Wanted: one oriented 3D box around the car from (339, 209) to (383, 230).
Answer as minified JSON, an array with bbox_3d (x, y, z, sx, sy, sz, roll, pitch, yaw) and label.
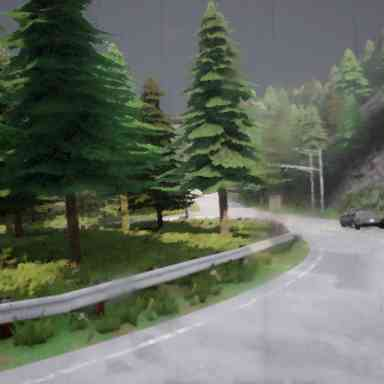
[{"bbox_3d":[12.317,1.962,24.360,1.994,1.385,4.181,-4,-2,6],"label":"car"}]
